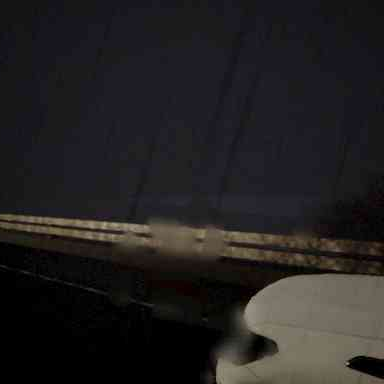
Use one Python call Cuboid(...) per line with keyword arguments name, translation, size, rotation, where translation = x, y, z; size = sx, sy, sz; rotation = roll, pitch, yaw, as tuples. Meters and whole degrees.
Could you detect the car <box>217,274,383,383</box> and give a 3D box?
Cuboid(name="car", translation=(2.866, 1.219, 1.954), size=(5.566, 2.045, 2.150), rotation=(0, 0, 35))
